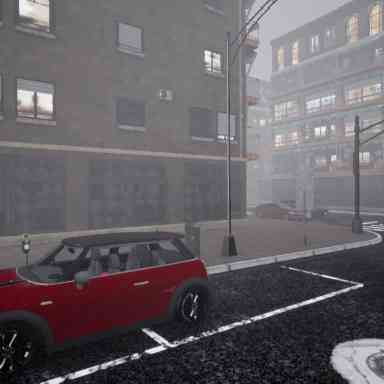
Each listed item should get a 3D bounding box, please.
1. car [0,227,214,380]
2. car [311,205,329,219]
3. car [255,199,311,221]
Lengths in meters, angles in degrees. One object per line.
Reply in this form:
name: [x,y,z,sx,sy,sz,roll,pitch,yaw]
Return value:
car: [-1.698,1.440,5.408,4.097,1.590,1.967,0,0,-35]
car: [8.879,1.347,27.703,1.882,1.535,5.008,-1,1,-35]
car: [6.793,1.472,26.182,1.802,1.307,4.206,0,0,-35]
